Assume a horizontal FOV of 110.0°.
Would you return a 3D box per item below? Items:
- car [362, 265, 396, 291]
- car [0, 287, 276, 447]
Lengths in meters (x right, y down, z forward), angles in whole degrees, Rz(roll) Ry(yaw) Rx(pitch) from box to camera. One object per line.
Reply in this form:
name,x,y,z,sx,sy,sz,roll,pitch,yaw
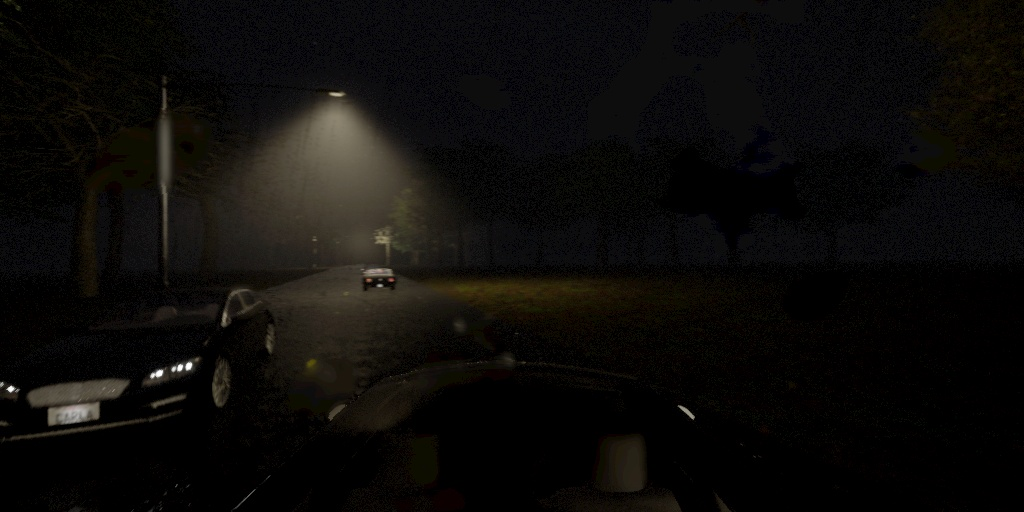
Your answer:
car,-8.747,1.495,23.555,1.895,1.301,4.718,0,0,-22
car,-5.253,1.296,5.767,2.128,1.511,4.902,0,0,-23
